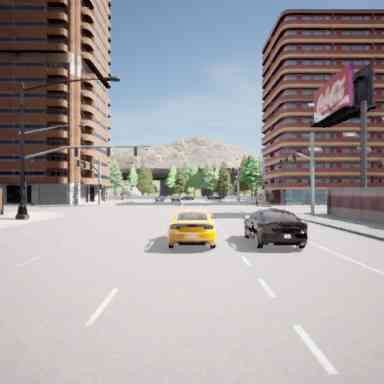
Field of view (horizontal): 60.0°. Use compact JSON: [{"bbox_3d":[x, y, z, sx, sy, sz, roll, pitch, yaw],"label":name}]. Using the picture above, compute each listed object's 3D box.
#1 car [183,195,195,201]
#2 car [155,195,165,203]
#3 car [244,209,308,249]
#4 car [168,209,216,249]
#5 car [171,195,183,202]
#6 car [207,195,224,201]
[{"bbox_3d":[-1.090,1.494,85.605,2.128,1.511,4.902,0,0,-27],"label":"car"},{"bbox_3d":[-7.000,1.484,72.455,2.128,1.511,4.902,0,0,0],"label":"car"},{"bbox_3d":[3.500,1.483,14.650,1.882,1.535,5.008,0,0,0],"label":"car"},{"bbox_3d":[0.000,1.483,14.650,1.882,1.535,5.008,0,0,0],"label":"car"},{"bbox_3d":[-3.500,1.437,72.454,1.882,1.535,5.008,0,0,0],"label":"car"},{"bbox_3d":[6.149,1.485,85.467,4.902,1.511,2.128,-1,0,-36],"label":"car"}]
